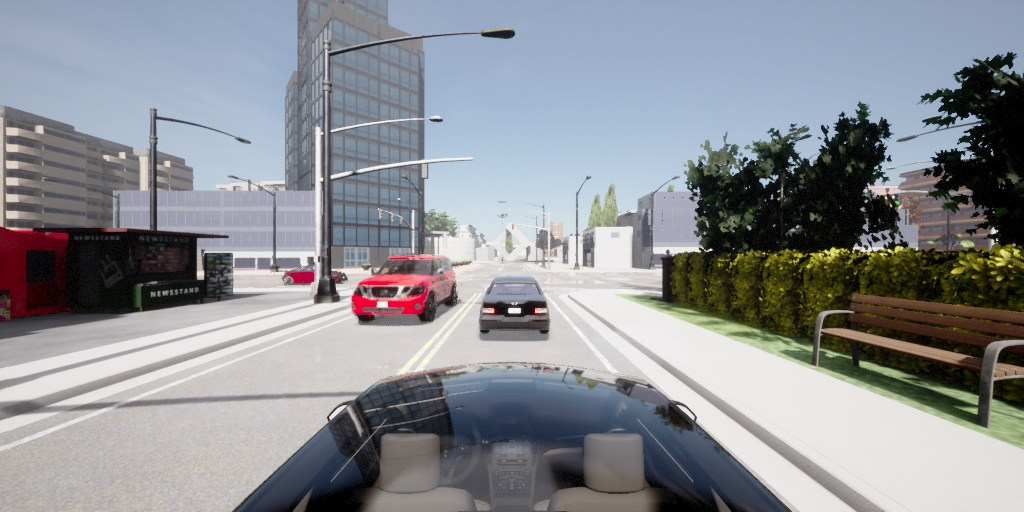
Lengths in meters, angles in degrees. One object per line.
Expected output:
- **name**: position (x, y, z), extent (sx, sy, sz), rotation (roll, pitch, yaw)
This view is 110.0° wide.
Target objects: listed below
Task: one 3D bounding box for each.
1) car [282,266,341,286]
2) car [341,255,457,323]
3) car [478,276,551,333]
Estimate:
- **car**: position (-14.300, 1.397, 26.142), extent (4.181, 1.385, 1.994), rotation (0, 0, 0)
- **car**: position (-3.388, 0.972, 12.501), extent (2.150, 2.045, 5.566), rotation (0, 0, 3)
- **car**: position (0.069, 1.297, 10.718), extent (2.033, 1.411, 5.357), rotation (0, 0, 0)
